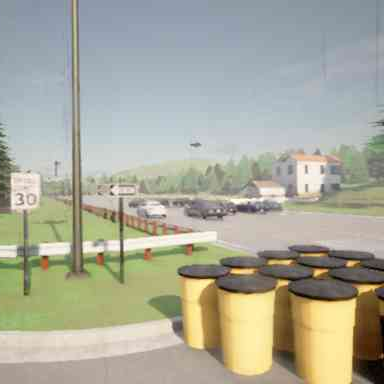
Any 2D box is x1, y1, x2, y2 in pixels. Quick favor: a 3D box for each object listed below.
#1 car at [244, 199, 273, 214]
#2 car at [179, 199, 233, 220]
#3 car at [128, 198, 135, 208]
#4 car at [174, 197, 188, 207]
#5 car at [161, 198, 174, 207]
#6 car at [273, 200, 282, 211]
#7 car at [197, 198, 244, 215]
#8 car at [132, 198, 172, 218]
[{"bbox_3d":[5.990,1.575,34.774,1.895,1.301,4.718,-1,0,-24],"label":"car"},{"bbox_3d":[1.051,1.574,28.684,2.033,1.411,5.357,-1,0,-24],"label":"car"},{"bbox_3d":[-8.062,1.662,48.950,2.128,1.511,4.902,-1,0,-24],"label":"car"},{"bbox_3d":[-1.721,1.601,51.920,1.837,1.490,4.892,-1,0,-24],"label":"car"},{"bbox_3d":[-4.897,1.638,50.446,1.837,1.490,4.892,-1,0,-24],"label":"car"},{"bbox_3d":[8.338,1.514,38.079,1.994,1.385,4.181,-1,0,-24],"label":"car"},{"bbox_3d":[2.705,1.505,33.534,2.128,1.511,4.902,-1,0,-24],"label":"car"},{"bbox_3d":[-3.817,1.616,30.941,1.812,1.442,4.674,-1,0,-24],"label":"car"}]
